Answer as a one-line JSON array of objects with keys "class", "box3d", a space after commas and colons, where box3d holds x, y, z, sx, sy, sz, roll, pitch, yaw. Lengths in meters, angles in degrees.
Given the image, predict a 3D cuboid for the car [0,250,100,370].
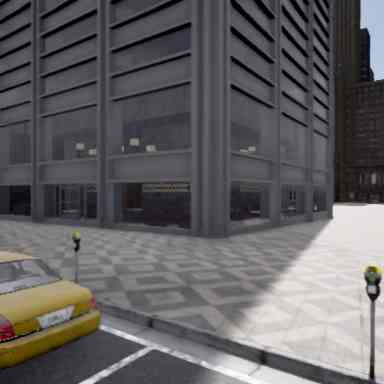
[{"class": "car", "box3d": [-3.585, 1.543, 5.513, 4.829, 1.417, 1.752, 0, 0, 35]}]
